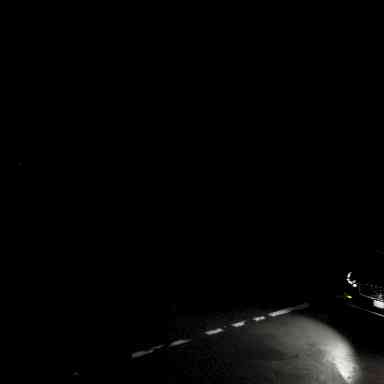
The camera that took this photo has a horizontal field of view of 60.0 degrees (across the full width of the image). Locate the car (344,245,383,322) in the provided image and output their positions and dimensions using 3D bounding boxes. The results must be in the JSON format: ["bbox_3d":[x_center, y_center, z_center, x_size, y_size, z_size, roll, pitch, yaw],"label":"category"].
[{"bbox_3d":[4.969,1.466,6.326,4.892,1.490,1.837,0,0,-30],"label":"car"}]
